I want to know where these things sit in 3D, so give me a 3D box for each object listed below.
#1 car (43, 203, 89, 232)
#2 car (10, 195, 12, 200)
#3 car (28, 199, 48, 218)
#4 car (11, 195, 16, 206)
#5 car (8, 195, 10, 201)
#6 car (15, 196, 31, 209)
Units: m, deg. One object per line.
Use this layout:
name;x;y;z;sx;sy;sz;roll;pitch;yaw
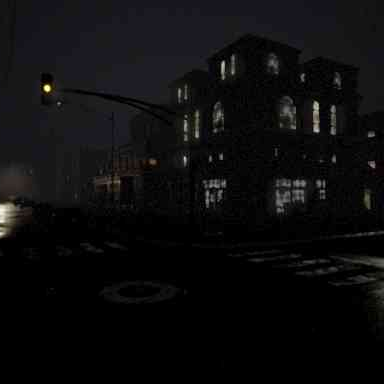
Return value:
car;-7.473;1.557;20.032;1.947;1.339;4.313;0;0;-31
car;-30.119;1.529;57.961;2.008;1.369;4.403;0;0;-31
car;-13.134;1.568;29.513;1.802;1.307;4.206;0;0;-31
car;-27.287;1.419;53.220;1.967;1.590;4.097;0;0;-31
car;-35.780;1.559;67.443;1.802;1.307;4.206;0;0;-31
car;-21.627;1.532;43.738;2.008;1.369;4.403;0;0;-31
